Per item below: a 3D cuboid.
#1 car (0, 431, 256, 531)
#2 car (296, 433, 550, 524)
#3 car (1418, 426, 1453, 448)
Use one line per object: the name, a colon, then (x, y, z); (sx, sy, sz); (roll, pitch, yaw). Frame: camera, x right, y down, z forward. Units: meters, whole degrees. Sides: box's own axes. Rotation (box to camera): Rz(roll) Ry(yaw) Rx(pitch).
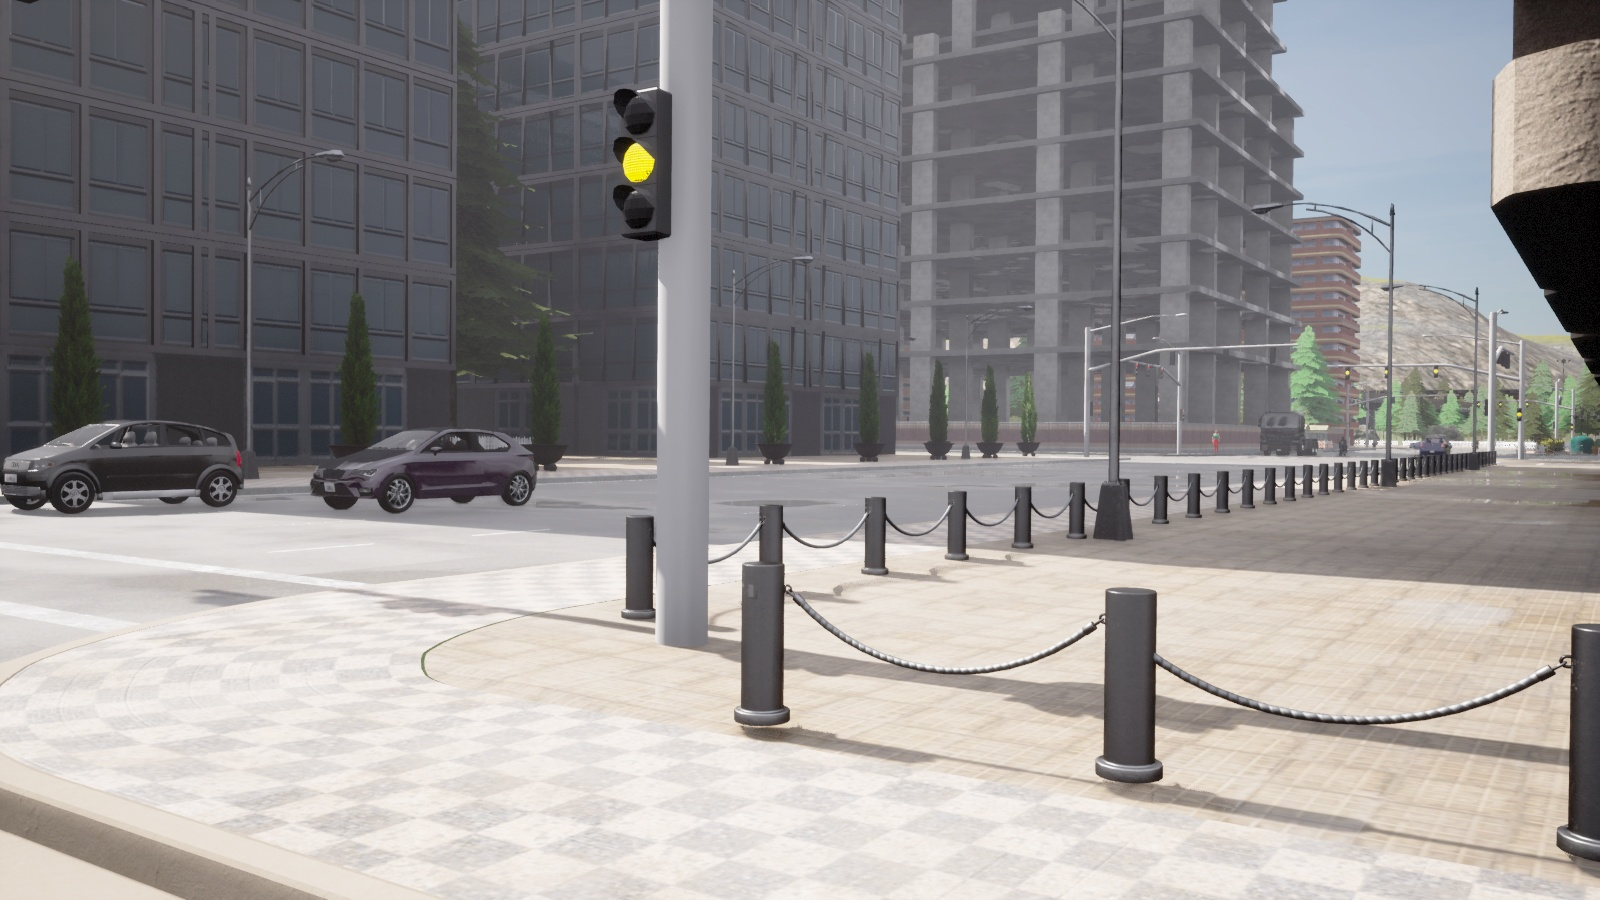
car: (-11.657, 0.463, 21.730); (1.789, 1.549, 3.705); (0, 1, 34)
car: (-6.723, 0.439, 22.796); (1.816, 1.474, 4.193); (0, 1, 34)
car: (44.482, -0.913, 87.874); (1.845, 1.501, 3.633); (0, 1, 33)
